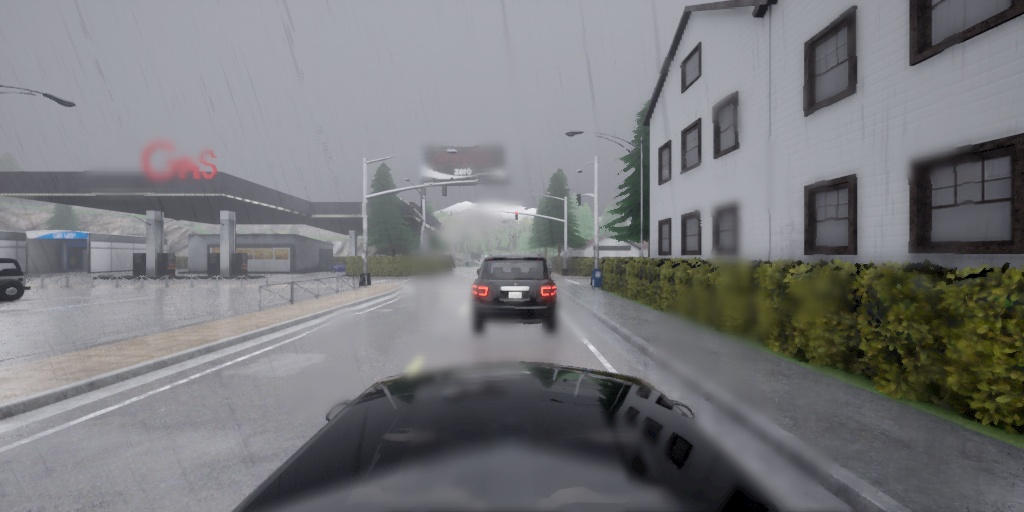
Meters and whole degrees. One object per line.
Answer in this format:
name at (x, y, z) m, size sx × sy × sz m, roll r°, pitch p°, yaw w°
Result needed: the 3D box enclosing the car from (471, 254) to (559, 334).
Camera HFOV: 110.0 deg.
car at (0.081, 0.971, 10.746) m, size 2.150 × 2.045 × 5.566 m, roll 0°, pitch 0°, yaw 0°
